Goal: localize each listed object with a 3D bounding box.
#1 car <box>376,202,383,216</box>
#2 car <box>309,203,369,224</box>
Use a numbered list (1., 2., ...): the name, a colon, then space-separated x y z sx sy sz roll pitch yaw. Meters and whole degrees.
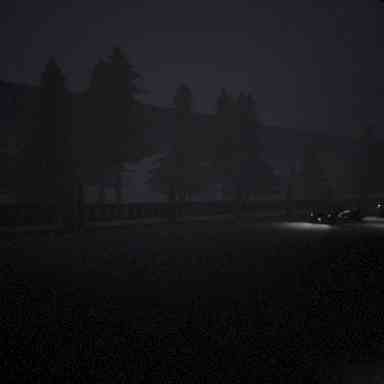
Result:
1. car: 18.710 1.305 30.212 4.553 1.767 2.097 0 0 -35
2. car: 11.029 1.514 24.743 5.357 1.411 2.033 0 0 -36
